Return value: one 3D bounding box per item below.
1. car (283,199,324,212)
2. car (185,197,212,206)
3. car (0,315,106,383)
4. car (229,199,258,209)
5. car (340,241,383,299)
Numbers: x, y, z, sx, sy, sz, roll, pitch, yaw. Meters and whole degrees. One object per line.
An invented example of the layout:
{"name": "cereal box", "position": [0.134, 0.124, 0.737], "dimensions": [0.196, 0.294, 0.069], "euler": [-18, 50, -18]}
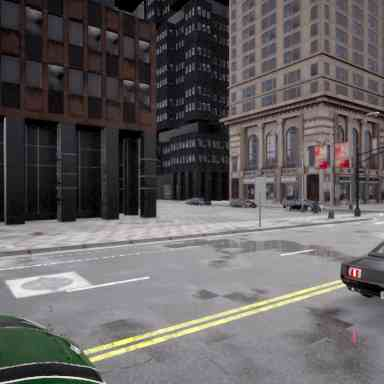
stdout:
{"name": "car", "position": [12.734, 1.516, 38.223], "dimensions": [2.128, 1.511, 4.902], "euler": [0, 0, -35]}
{"name": "car", "position": [1.005, 1.596, 54.820], "dimensions": [2.033, 1.411, 5.357], "euler": [0, 0, -36]}
{"name": "car", "position": [-2.627, 1.352, 1.563], "dimensions": [4.553, 1.767, 2.097], "euler": [0, 0, -36]}
{"name": "car", "position": [7.069, 1.599, 46.225], "dimensions": [1.994, 1.385, 4.181], "euler": [0, 0, -36]}
{"name": "car", "position": [5.363, 1.600, 7.265], "dimensions": [4.718, 1.301, 1.895], "euler": [0, 0, -35]}
